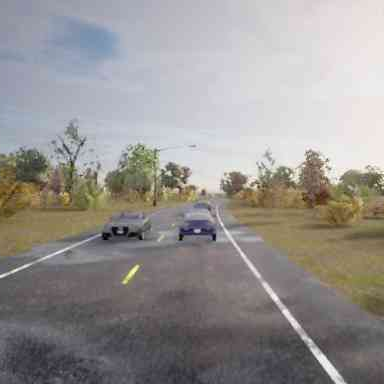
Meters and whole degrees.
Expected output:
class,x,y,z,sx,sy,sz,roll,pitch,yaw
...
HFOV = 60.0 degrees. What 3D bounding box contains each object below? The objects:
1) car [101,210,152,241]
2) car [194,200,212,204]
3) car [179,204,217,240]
class,x,y,z,sx,sy,sz,roll,pitch,yaw
car,-3.253,1.654,17.253,1.994,1.385,4.181,0,0,2
car,1.213,1.669,38.351,2.128,1.511,4.902,0,0,4
car,0.311,1.600,17.439,1.812,1.442,4.674,0,0,2
